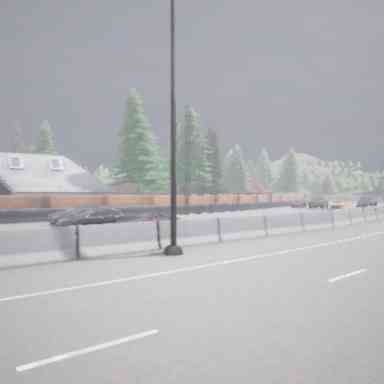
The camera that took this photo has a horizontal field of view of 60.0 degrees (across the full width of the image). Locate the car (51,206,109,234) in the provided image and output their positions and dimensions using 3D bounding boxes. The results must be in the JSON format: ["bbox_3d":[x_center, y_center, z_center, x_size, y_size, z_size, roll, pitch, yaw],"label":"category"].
[{"bbox_3d":[-6.092,1.793,21.395,4.892,1.490,1.837,0,-1,-38],"label":"car"}]

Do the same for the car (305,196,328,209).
[{"bbox_3d":[20.666,1.733,53.995,2.150,2.045,5.566,-1,-1,37],"label":"car"}]

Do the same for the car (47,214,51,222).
[{"bbox_3d":[-7.777,1.839,24.515,4.892,1.490,1.837,0,-1,-38],"label":"car"}]

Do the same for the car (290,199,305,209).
[{"bbox_3d":[18.382,2.060,56.846,1.837,1.490,4.892,-1,-1,36],"label":"car"}]

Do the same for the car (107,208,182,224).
[{"bbox_3d":[-2.520,1.812,19.751,4.181,1.385,1.994,0,-1,-39],"label":"car"}]

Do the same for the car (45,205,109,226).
[{"bbox_3d":[-9.487,1.906,27.613,4.674,1.442,1.812,0,-1,-39],"label":"car"}]

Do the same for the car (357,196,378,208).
[{"bbox_3d":[26.567,1.656,50.240,2.150,2.045,5.566,-1,-1,37],"label":"car"}]

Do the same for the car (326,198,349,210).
[{"bbox_3d":[22.443,1.939,50.572,1.882,1.535,5.008,-1,-1,37],"label":"car"}]
